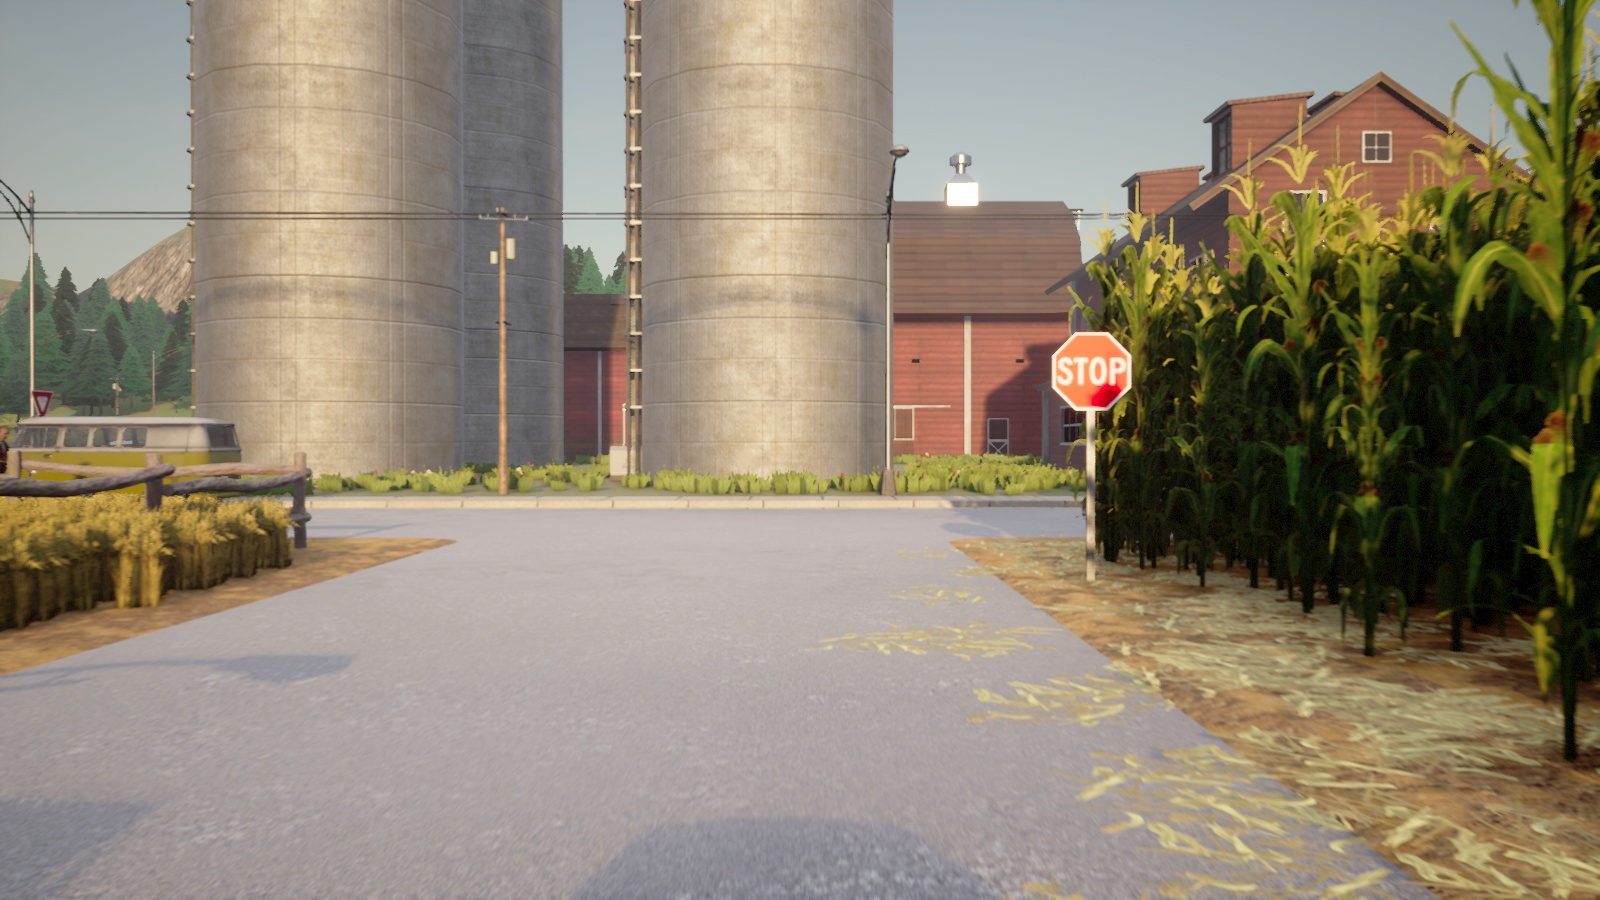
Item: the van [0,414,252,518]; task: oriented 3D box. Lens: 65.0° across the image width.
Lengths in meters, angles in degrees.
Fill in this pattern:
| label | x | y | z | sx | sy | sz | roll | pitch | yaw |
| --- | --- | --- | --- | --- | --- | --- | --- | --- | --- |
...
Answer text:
| label | x | y | z | sx | sy | sz | roll | pitch | yaw |
| --- | --- | --- | --- | --- | --- | --- | --- | --- | --- |
| van | -13.509 | 0.301 | 24.991 | 4.442 | 1.987 | 1.775 | 0 | 0 | 1 |
